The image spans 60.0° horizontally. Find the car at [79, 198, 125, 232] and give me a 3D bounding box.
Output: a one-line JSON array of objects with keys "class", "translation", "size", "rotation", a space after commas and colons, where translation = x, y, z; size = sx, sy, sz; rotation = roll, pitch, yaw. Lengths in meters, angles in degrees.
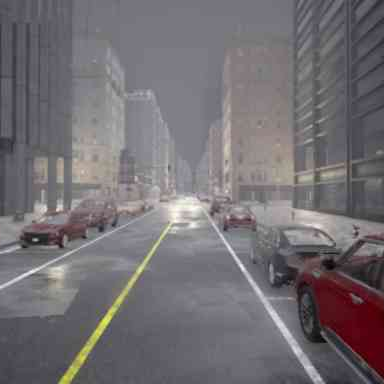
[{"class": "car", "translation": [-5.847, 1.318, 20.300], "size": [2.192, 1.841, 5.009], "rotation": [1, 0, 0]}]

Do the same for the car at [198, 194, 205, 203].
[{"class": "car", "translation": [2.677, 1.597, 69.809], "size": [1.802, 1.307, 4.206], "rotation": [1, 0, 0]}]

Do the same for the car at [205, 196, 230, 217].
[{"class": "car", "translation": [2.679, 1.320, 31.541], "size": [2.192, 1.841, 5.009], "rotation": [1, 0, 0]}]

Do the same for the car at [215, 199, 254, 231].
[{"class": "car", "translation": [2.677, 1.443, 20.291], "size": [1.967, 1.590, 4.097], "rotation": [1, 0, 0]}]

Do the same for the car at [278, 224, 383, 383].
[{"class": "car", "translation": [2.678, 1.315, 3.419], "size": [2.192, 1.841, 5.009], "rotation": [1, 0, 0]}]

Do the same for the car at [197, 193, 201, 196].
[{"class": "car", "translation": [2.677, 1.601, 81.156], "size": [1.802, 1.307, 4.206], "rotation": [1, 0, 0]}]

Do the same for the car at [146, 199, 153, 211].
[{"class": "car", "translation": [-5.849, 1.551, 37.174], "size": [1.887, 1.381, 4.507], "rotation": [1, 0, 0]}]

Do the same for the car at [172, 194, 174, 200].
[{"class": "car", "translation": [-5.848, 1.562, 75.491], "size": [1.887, 1.381, 4.507], "rotation": [1, 0, 0]}]

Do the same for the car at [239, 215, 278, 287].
[{"class": "car", "translation": [2.676, 1.551, 9.043], "size": [2.008, 1.369, 4.403], "rotation": [1, 0, 0]}]

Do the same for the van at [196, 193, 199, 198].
[{"class": "van", "translation": [2.680, 1.363, 86.830], "size": [1.690, 1.788, 3.998], "rotation": [1, 0, 0]}]

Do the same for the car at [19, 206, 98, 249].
[{"class": "car", "translation": [-5.850, 1.546, 14.675], "size": [1.887, 1.381, 4.507], "rotation": [1, 0, 0]}]

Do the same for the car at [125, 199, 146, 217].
[{"class": "car", "translation": [-5.849, 1.531, 31.379], "size": [1.752, 1.417, 4.829], "rotation": [1, 0, 0]}]

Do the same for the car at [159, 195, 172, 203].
[{"class": "car", "translation": [-5.849, 1.560, 69.818], "size": [1.887, 1.381, 4.507], "rotation": [1, 0, 0]}]

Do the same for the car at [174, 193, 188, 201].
[{"class": "car", "translation": [-2.998, 1.248, 89.168], "size": [2.150, 2.045, 5.566], "rotation": [0, 0, 0]}]
